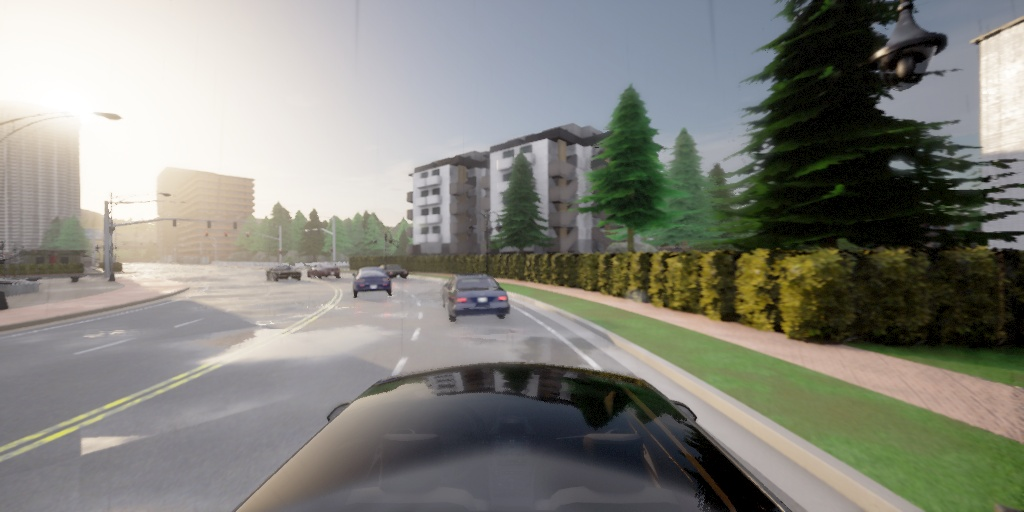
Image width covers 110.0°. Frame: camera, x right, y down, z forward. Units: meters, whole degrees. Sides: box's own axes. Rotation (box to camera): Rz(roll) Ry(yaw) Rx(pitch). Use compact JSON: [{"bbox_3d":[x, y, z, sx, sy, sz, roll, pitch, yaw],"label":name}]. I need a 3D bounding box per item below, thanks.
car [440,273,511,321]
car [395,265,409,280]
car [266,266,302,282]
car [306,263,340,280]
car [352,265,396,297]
[{"bbox_3d":[-1.443,1.295,12.602,2.033,1.411,5.357,-1,0,-14],"label":"car"},{"bbox_3d":[-10.794,1.414,31.472,1.895,1.301,4.718,-1,0,-38],"label":"car"},{"bbox_3d":[-19.638,1.504,30.845,1.895,1.301,4.718,-1,0,-44],"label":"car"},{"bbox_3d":[-17.789,1.405,33.813,4.674,1.442,1.812,-1,0,44],"label":"car"},{"bbox_3d":[-7.572,1.325,19.379,1.812,1.442,4.674,-1,0,-23],"label":"car"}]
